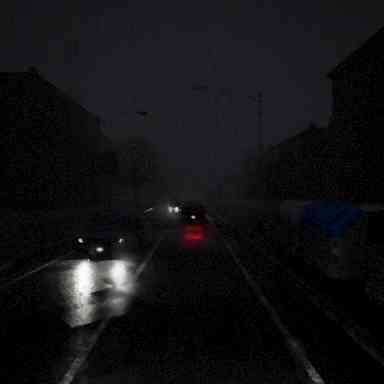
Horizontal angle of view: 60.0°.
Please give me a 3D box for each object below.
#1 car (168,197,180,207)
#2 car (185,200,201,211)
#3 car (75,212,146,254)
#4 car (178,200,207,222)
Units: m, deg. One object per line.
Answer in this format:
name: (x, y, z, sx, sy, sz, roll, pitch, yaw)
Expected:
car: (-3.063, 1.696, 57.210, 2.128, 1.511, 4.902, 0, 0, 1)
car: (0.091, 1.710, 42.928, 1.994, 1.385, 4.181, 0, 0, 0)
car: (-3.103, 1.562, 13.846, 2.033, 1.411, 5.357, 0, 0, 0)
car: (0.095, 1.560, 26.466, 1.837, 1.490, 4.892, 0, 0, 0)
